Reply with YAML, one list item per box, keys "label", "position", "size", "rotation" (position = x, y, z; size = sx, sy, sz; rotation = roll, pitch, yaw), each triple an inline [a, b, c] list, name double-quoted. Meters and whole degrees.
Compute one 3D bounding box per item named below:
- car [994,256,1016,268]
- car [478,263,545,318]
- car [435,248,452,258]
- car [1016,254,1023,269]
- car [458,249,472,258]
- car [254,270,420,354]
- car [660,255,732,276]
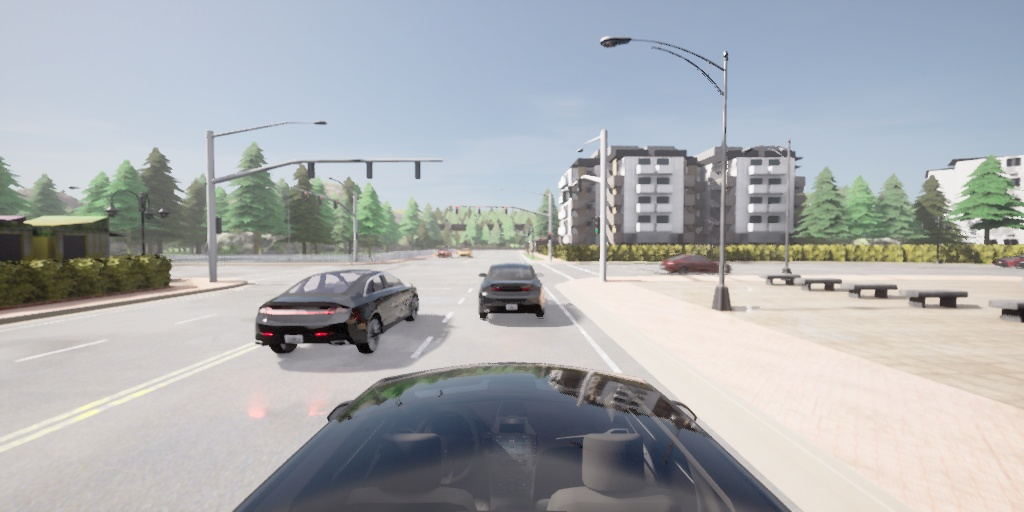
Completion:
- label: "car"
  position: [44.369, 0.413, 30.383]
  size: [4.181, 1.385, 1.994]
  rotation: [1, 2, 27]
- label: "car"
  position: [-0.020, 0.964, 11.497]
  size: [1.837, 1.490, 4.892]
  rotation: [0, 2, 0]
- label: "car"
  position: [-11.098, -0.570, 58.353]
  size: [2.097, 1.767, 4.553]
  rotation: [0, 2, 0]
- label: "car"
  position: [42.845, 0.295, 27.237]
  size: [4.553, 1.767, 2.097]
  rotation: [1, 2, 28]
- label: "car"
  position: [-7.597, -0.450, 58.425]
  size: [1.882, 1.535, 5.008]
  rotation: [0, 2, 0]
- label: "car"
  position: [-3.507, 1.052, 8.184]
  size: [2.128, 1.511, 4.902]
  rotation: [0, 2, 0]
- label: "car"
  position: [12.710, 0.627, 24.871]
  size: [4.674, 1.442, 1.812]
  rotation: [1, 2, -3]
